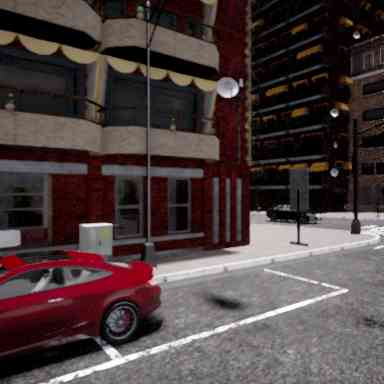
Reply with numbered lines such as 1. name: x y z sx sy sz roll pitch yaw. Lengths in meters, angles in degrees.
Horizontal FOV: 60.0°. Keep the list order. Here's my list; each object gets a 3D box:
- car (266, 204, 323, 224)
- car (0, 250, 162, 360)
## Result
1. car: 8.480 1.803 27.935 2.128 1.511 4.902 0 -1 -36
2. car: -2.445 1.582 4.879 4.206 1.307 1.802 0 0 -35
